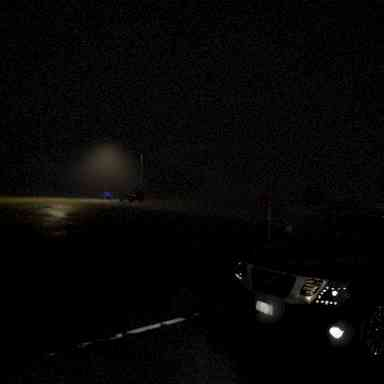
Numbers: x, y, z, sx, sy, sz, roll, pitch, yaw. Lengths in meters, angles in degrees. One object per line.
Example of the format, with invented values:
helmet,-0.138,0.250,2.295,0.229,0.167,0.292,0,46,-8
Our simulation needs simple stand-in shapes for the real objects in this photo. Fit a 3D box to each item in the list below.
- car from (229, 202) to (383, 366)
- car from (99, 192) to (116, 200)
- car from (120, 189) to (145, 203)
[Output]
car,3.249,1.248,6.187,5.566,2.045,2.150,0,0,-35
car,-15.496,0.711,60.965,1.812,1.442,4.674,2,0,-35
car,-9.476,0.607,52.495,2.150,2.045,5.566,2,0,-35
